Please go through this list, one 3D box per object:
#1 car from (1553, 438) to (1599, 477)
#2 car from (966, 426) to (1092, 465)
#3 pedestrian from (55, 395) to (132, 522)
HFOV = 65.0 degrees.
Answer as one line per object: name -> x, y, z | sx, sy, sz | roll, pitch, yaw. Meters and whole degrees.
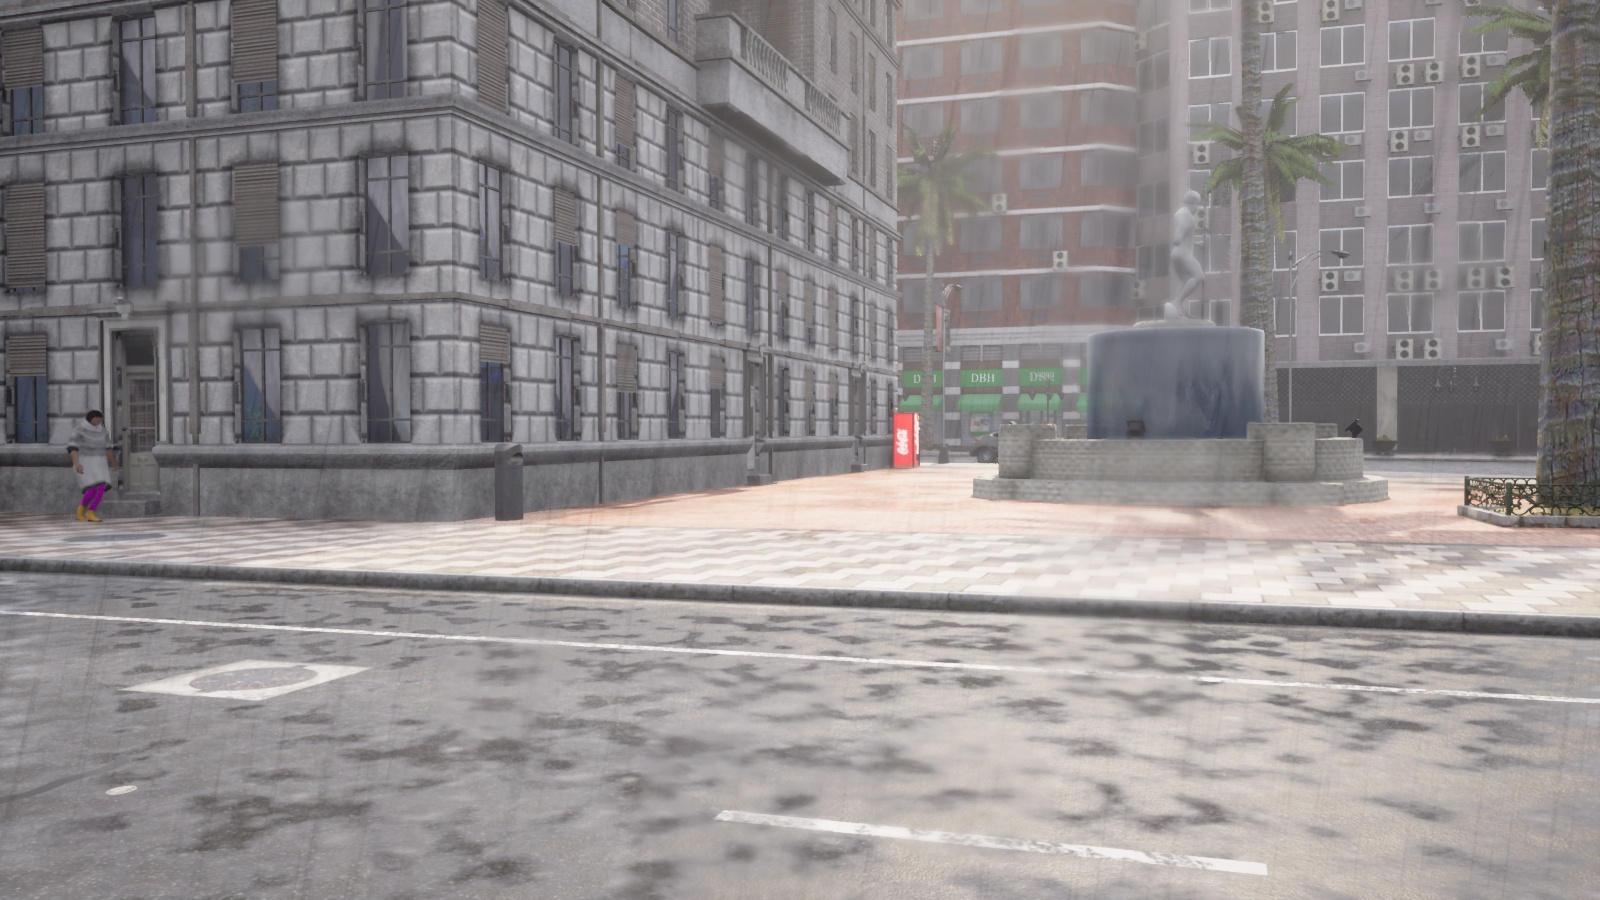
car -> 29.038, 0.257, 45.817 | 1.481, 1.376, 2.207 | 0, 1, -30
car -> 10.097, -0.246, 55.531 | 5.027, 1.651, 2.152 | 1, 1, 30
pedestrian -> -11.195, 0.123, 19.900 | 0.873, 1.952, 0.659 | 1, 1, 24
